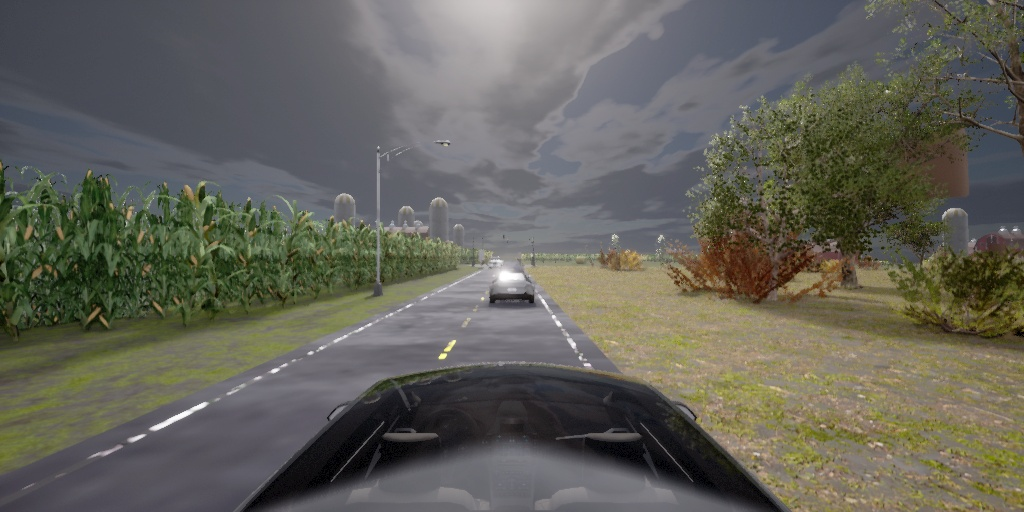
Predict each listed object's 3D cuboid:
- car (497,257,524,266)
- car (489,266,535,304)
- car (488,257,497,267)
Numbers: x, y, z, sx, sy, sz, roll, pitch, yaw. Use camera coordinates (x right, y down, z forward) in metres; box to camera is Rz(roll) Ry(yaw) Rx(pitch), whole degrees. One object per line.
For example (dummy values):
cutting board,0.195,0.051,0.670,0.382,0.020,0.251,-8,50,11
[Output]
car,0.000,1.132,31.478,2.097,1.767,4.553,0,0,0
car,0.000,1.327,16.503,1.994,1.385,4.181,0,0,0
car,-2.751,1.132,60.486,2.150,2.045,5.566,0,0,0
